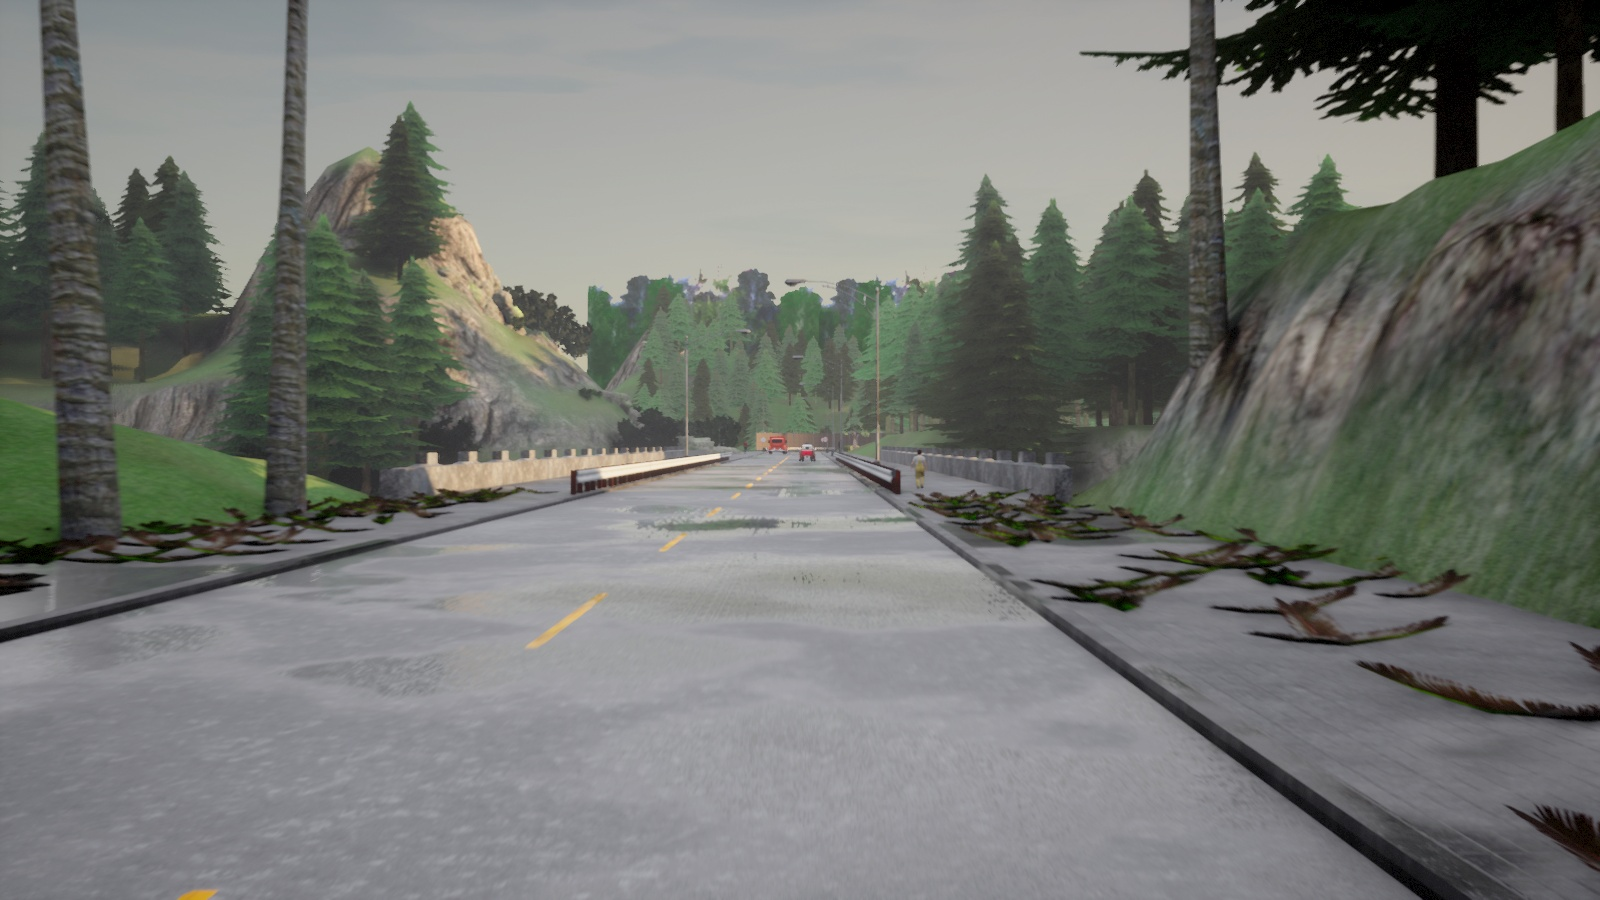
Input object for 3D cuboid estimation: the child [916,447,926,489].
[{"bbox_3d":[3.636,0.528,37.833,0.270,1.263,0.437,0,0,2],"label":"child"}]
